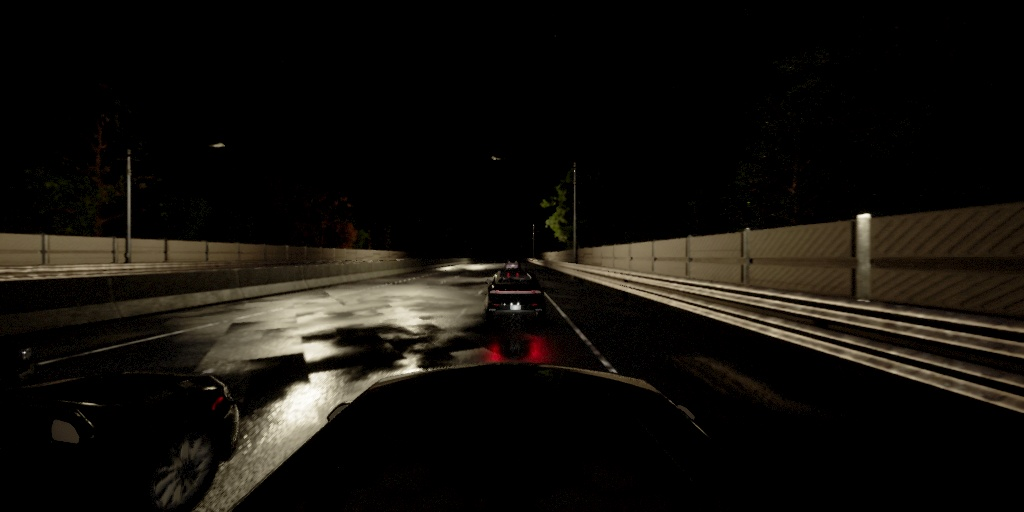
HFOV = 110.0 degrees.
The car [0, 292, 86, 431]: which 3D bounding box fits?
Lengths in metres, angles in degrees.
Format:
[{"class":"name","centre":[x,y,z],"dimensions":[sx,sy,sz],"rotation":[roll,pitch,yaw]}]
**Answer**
[{"class":"car","centre":[-6.899,1.242,2.463],"dimensions":[2.128,1.511,4.902],"rotation":[0,0,0]}]

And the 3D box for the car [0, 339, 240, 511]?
[{"class":"car","centre":[-3.399,1.255,1.266],"dimensions":[1.837,1.490,4.892],"rotation":[0,0,0]}]

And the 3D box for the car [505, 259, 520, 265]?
[{"class":"car","centre":[0.104,1.191,44.421],"dimensions":[2.033,1.649,4.856],"rotation":[0,0,0]}]

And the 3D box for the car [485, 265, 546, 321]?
[{"class":"car","centre":[0.102,1.244,12.569],"dimensions":[2.128,1.511,4.902],"rotation":[0,0,0]}]
